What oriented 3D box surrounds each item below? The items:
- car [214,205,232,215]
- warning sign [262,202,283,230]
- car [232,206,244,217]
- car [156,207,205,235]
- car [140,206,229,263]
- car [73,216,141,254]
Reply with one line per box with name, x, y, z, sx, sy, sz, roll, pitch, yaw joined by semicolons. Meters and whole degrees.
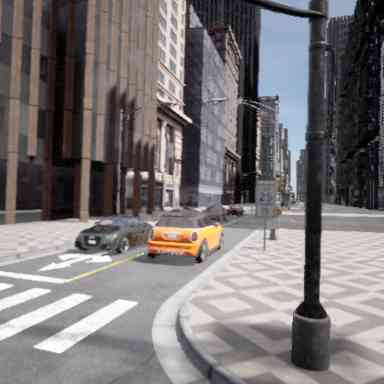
car;2.172;2.074;31.775;1.837;1.490;4.892;1;-1;17
warning sign;5.677;1.679;23.444;1.300;1.860;1.060;1;-1;17
car;5.248;2.387;41.560;1.895;1.301;4.718;1;-1;18
car;-0.624;1.874;22.776;1.837;1.490;4.892;1;-1;17
car;-0.084;1.617;13.584;2.097;1.767;4.553;1;-1;16
car;-3.198;1.749;14.495;1.994;1.385;4.181;1;-1;17
